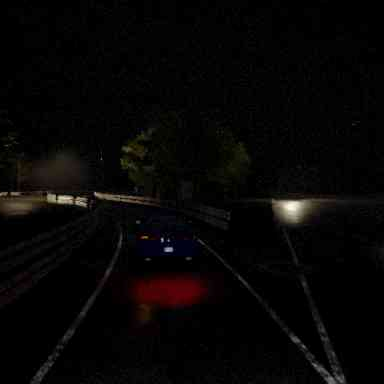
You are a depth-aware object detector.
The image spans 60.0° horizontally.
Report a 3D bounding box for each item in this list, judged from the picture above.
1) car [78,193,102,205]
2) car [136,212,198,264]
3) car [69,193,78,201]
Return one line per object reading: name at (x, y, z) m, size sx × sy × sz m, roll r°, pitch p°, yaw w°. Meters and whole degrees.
car at (-14.320, 1.109, 47.163) m, size 1.994 × 1.385 × 4.181 m, roll 0°, pitch 1°, yaw -33°
car at (-0.966, 1.454, 11.803) m, size 1.882 × 1.535 × 5.008 m, roll 0°, pitch 0°, yaw -7°
car at (-19.377, 0.837, 55.625) m, size 1.882 × 1.535 × 5.008 m, roll 0°, pitch 1°, yaw -26°
